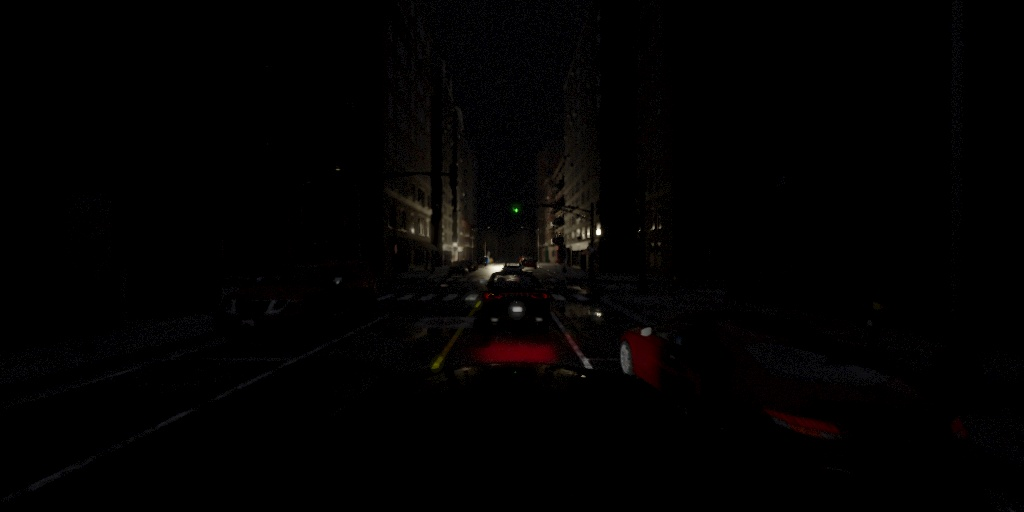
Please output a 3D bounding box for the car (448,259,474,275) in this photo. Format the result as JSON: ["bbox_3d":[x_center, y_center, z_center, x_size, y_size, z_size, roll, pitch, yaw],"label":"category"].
[{"bbox_3d":[-5.393,1.200,36.300,2.007,1.370,4.403,0,0,0],"label":"car"}]

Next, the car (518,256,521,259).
[{"bbox_3d":[2.629,1.003,63.566,1.967,1.591,4.097,0,0,0],"label":"car"}]

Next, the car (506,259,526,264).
[{"bbox_3d":[0.096,1.253,35.673,1.895,1.301,4.718,0,0,0],"label":"car"}]

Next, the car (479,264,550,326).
[{"bbox_3d":[-0.027,1.199,11.618,1.882,1.535,5.008,0,0,-4],"label":"car"}]

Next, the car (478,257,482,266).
[{"bbox_3d":[-5.394,1.142,47.038,1.751,1.417,4.829,0,0,0],"label":"car"}]

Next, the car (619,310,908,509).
[{"bbox_3d":[2.637,1.324,4.416,1.802,1.307,4.207,0,0,0],"label":"car"}]

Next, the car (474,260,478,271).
[{"bbox_3d":[-5.394,1.178,41.755,1.888,1.381,4.507,0,0,0],"label":"car"}]

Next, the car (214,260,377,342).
[{"bbox_3d":[-5.389,1.041,9.837,2.192,1.841,5.009,0,0,0],"label":"car"}]

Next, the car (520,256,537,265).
[{"bbox_3d":[2.630,1.039,52.656,1.967,1.591,4.097,0,0,0],"label":"car"}]

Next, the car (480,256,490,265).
[{"bbox_3d":[-5.397,1.128,63.571,1.948,1.339,4.313,0,0,0],"label":"car"}]
